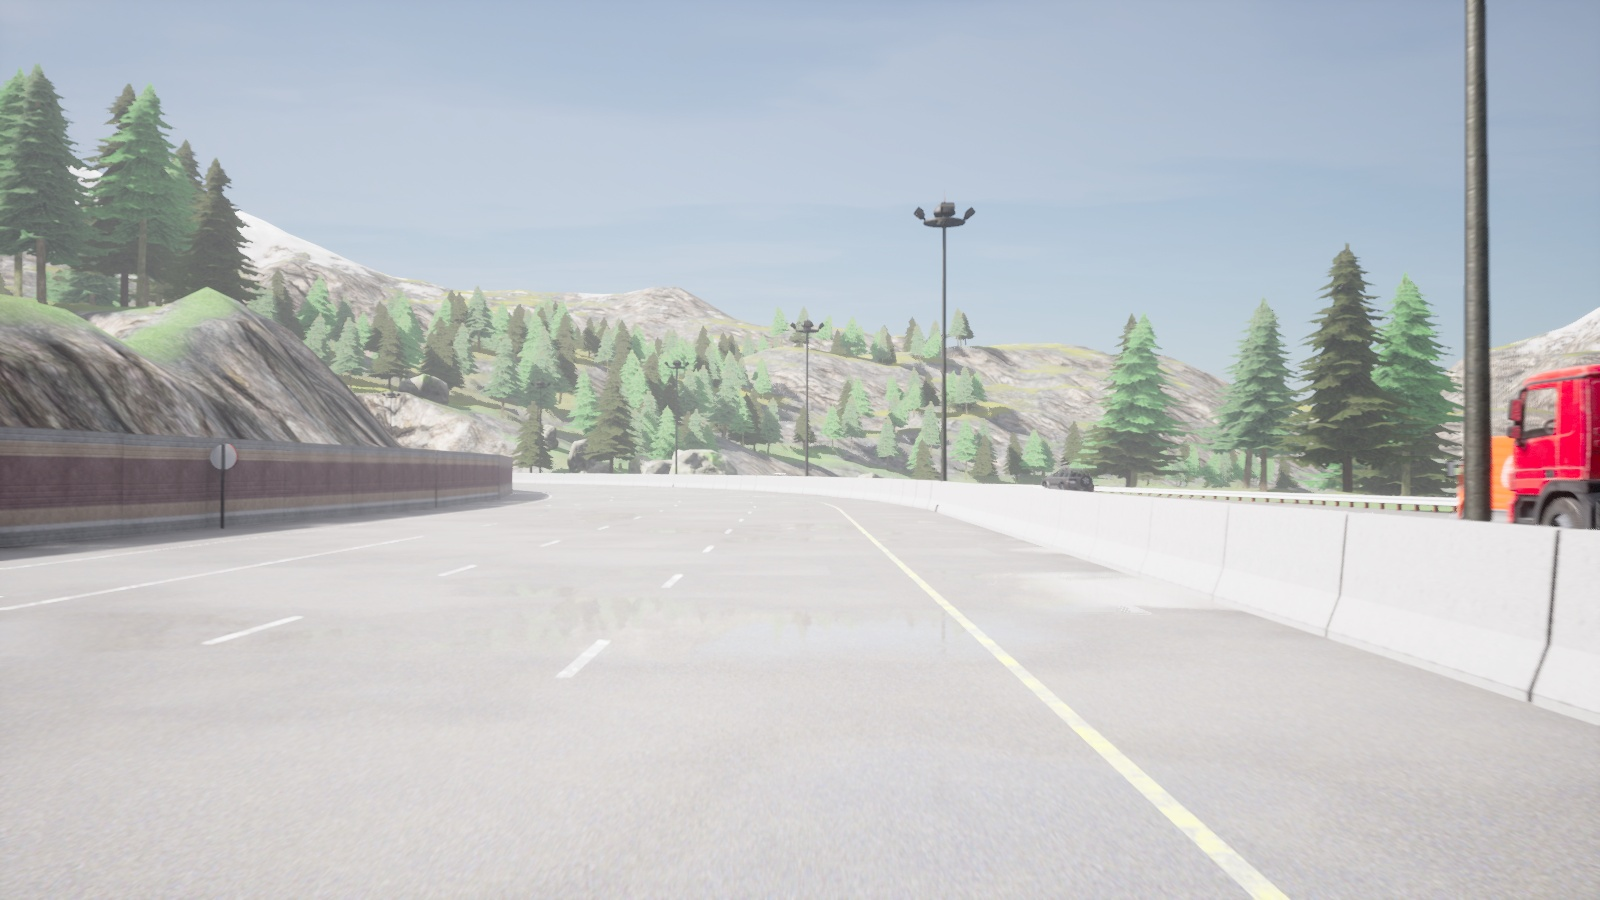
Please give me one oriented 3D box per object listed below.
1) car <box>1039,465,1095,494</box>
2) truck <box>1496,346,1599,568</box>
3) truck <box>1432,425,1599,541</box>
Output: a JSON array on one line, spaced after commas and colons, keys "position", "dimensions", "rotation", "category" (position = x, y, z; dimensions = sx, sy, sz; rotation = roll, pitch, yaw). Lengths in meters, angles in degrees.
[{"position": [17.535, 1.945, 82.693], "dimensions": [1.932, 1.855, 4.605], "rotation": [0, -1, -12], "category": "car"}, {"position": [13.951, 0.087, 18.541], "dimensions": [2.891, 3.462, 7.936], "rotation": [0, -1, 0], "category": "truck"}, {"position": [17.429, 0.750, 29.402], "dimensions": [2.627, 2.467, 5.204], "rotation": [0, -1, 0], "category": "truck"}]
